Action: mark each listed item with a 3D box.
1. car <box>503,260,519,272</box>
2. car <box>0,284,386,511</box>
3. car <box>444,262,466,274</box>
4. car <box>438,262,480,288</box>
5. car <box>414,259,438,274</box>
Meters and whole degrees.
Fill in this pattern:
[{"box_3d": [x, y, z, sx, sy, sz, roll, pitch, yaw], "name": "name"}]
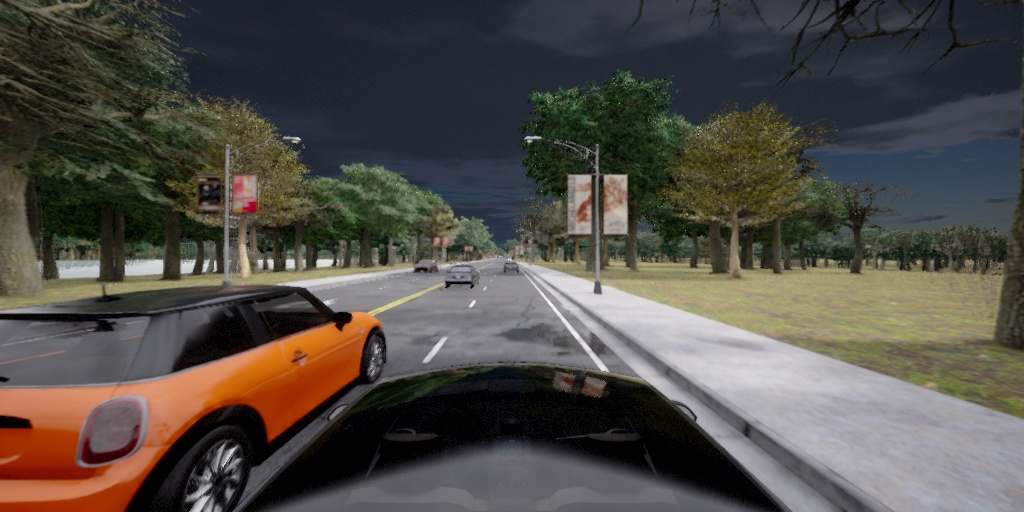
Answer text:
[{"box_3d": [-0.099, 1.301, 46.226, 2.128, 1.511, 4.902, 0, 0, -1], "name": "car"}, {"box_3d": [-3.151, 1.102, 4.190, 2.097, 1.767, 4.553, 0, 0, 0], "name": "car"}, {"box_3d": [-6.758, 1.401, 42.644, 1.895, 1.301, 4.718, 0, 0, 0], "name": "car"}, {"box_3d": [-3.201, 1.312, 23.765, 2.033, 1.411, 5.357, 0, 0, 0], "name": "car"}, {"box_3d": [-10.001, 1.151, 42.008, 2.097, 1.767, 4.553, 0, 0, 0], "name": "car"}]
